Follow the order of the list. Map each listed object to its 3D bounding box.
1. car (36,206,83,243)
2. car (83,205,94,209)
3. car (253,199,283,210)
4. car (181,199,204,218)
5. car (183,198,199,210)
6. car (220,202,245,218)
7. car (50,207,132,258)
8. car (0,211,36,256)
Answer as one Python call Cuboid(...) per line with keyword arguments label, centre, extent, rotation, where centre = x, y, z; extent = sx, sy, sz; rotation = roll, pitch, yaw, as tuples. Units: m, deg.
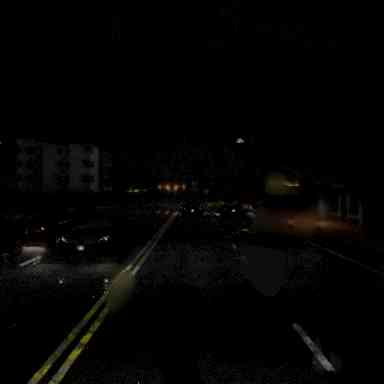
Cuboid(label="car", centre=(-6.997, 1.567, 15.843), extent=(1.994, 1.385, 4.181), rotation=(0, 0, 0))
Cuboid(label="car", centre=(-7.057, 1.566, 21.445), extent=(1.994, 1.385, 4.181), rotation=(0, 0, 0))
Cuboid(label="car", centre=(9.735, 1.565, 41.418), extent=(4.181, 1.385, 1.994), rotation=(0, 0, -14))
Cuboid(label="car", centre=(0.057, 1.565, 30.176), extent=(1.994, 1.385, 4.181), rotation=(0, 0, 0))
Cuboid(label="car", centre=(-0.189, 1.566, 44.489), extent=(1.994, 1.385, 4.181), rotation=(0, 0, -2))
Cuboid(label="car", centre=(3.547, 1.565, 29.854), extent=(1.994, 1.385, 4.181), rotation=(0, 0, 1))
Cuboid(label="car", centre=(-3.529, 1.526, 12.946), extent=(1.812, 1.442, 4.674), rotation=(0, 0, 1))
Cuboid(label="car", centre=(-7.089, 1.479, 10.350), extent=(1.882, 1.535, 5.008), rotation=(0, 0, 0))
